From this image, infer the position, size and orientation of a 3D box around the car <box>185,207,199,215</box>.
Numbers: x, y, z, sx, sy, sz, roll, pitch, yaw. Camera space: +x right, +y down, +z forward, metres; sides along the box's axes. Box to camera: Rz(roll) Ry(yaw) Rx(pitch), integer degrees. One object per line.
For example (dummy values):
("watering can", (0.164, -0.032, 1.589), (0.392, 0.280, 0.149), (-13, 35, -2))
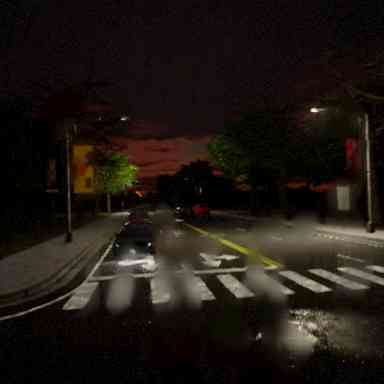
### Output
("car", (-0.057, 3.665, 65.288), (1.994, 1.385, 4.181), (-1, -2, -9))

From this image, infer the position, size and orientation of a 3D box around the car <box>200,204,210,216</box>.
("car", (1.545, 2.956, 54.751), (2.150, 2.045, 5.566), (-1, -2, -9))

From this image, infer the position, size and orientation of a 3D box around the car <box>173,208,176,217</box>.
("car", (-2.252, 3.472, 57.476), (2.033, 1.411, 5.357), (-1, -2, -9))

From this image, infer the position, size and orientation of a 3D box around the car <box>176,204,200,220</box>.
("car", (-0.684, 2.927, 47.438), (2.097, 1.767, 4.553), (-1, -2, -8))

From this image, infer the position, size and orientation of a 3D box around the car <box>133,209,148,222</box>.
("car", (-7.099, 3.186, 45.862), (1.882, 1.535, 5.008), (-1, -2, -9))

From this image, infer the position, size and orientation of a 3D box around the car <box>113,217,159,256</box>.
("car", (-2.658, 2.249, 16.819), (2.033, 1.411, 5.357), (-2, -2, -3))

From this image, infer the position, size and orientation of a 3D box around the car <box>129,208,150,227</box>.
("car", (-5.622, 2.715, 35.875), (2.097, 1.767, 4.553), (-1, -2, -9))

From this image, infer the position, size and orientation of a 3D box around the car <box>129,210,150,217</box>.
("car", (-4.150, 2.380, 26.205), (2.097, 1.767, 4.553), (-1, -2, -9))
